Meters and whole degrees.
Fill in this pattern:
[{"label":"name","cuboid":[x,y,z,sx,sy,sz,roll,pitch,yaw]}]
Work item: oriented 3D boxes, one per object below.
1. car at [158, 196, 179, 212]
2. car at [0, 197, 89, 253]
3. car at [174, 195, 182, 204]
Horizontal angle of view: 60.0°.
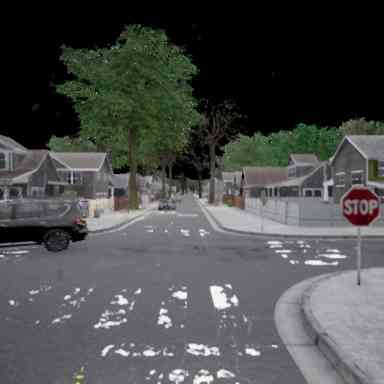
[{"label":"car","cuboid":[-2.872,1.556,39.035,1.994,1.385,4.181,0,0,0]},{"label":"car","cuboid":[-6.801,1.275,12.577,5.566,2.045,2.150,-1,5,-24]},{"label":"car","cuboid":[-2.956,1.406,65.792,1.837,1.490,4.892,0,0,0]}]
